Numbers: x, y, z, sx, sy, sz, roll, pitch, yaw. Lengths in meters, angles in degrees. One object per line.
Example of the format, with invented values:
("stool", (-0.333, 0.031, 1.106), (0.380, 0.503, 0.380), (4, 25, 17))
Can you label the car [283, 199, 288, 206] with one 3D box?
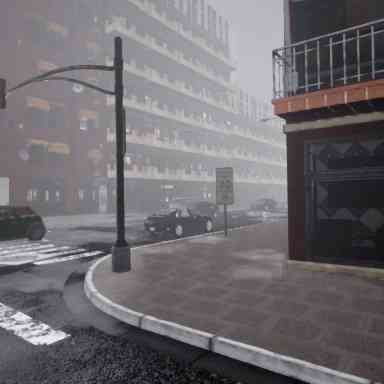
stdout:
("car", (15.673, 1.495, 52.971), (1.752, 1.417, 4.829), (-1, -1, 36))

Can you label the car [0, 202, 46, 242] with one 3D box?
("car", (-8.570, 1.356, 13.921), (2.097, 1.767, 4.553), (-1, -1, 27))

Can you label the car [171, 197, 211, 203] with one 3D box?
("car", (0.344, 1.454, 27.338), (1.882, 1.535, 5.008), (-1, -1, 35))

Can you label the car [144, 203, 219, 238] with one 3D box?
("car", (-0.524, 1.435, 16.821), (2.008, 1.369, 4.403), (-1, -1, 36))

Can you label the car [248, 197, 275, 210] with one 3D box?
("car", (9.284, 1.430, 44.053), (1.967, 1.590, 4.097), (-1, -1, 36))

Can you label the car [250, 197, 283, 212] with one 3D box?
("car", (8.427, 1.454, 38.588), (1.837, 1.490, 4.892), (-1, -1, 36))
